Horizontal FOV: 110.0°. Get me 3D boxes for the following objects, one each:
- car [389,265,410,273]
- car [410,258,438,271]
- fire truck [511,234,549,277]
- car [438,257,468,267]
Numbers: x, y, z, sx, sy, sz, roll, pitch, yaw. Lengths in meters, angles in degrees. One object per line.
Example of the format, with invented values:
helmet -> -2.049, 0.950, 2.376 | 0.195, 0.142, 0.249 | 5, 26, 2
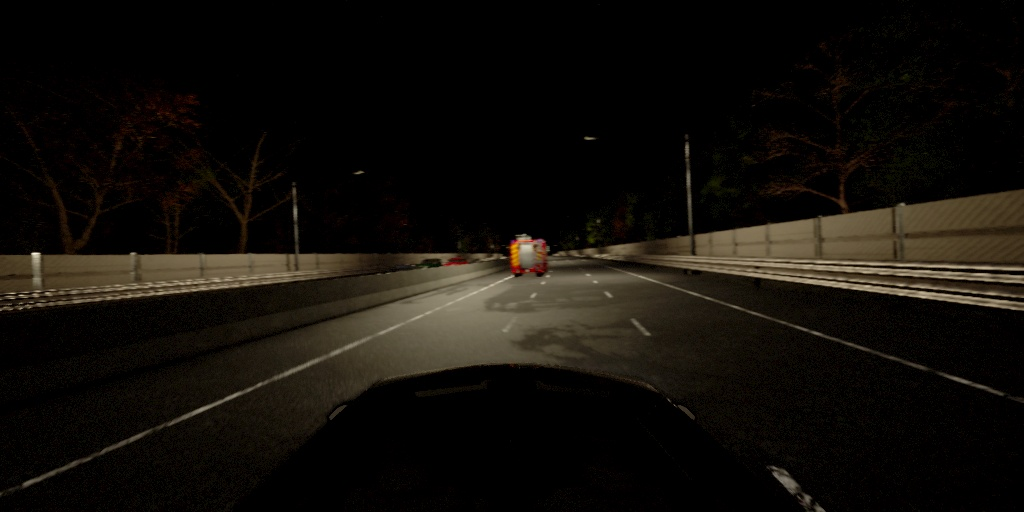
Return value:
car -> -14.157, 1.875, 47.165 | 2.033, 1.411, 5.357 | -3, 0, 9
car -> -10.724, 1.390, 46.637 | 2.150, 2.045, 5.566 | -3, 0, 8
fire truck -> 1.859, -0.040, 35.361 | 2.891, 3.827, 8.468 | -3, 0, 8
car -> -7.215, 1.226, 46.400 | 2.150, 2.045, 5.566 | -3, 0, 8
